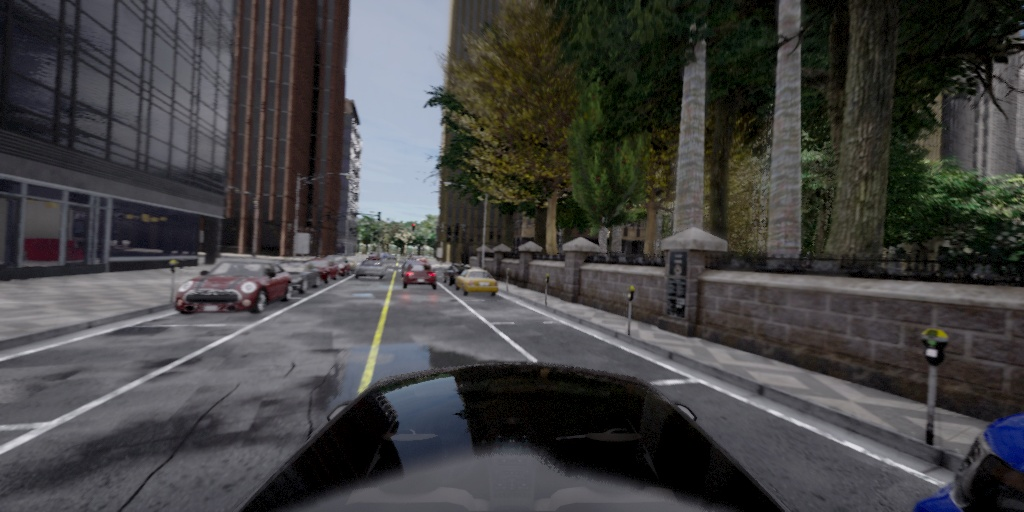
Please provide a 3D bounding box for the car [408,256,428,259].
[{"bbox_3d":[-8.611,1.039,31.151,2.033,1.411,5.357,3,0,-17],"label":"car"}]

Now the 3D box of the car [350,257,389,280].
[{"bbox_3d":[-10.349,0.982,26.392,1.895,1.301,4.718,3,0,-17],"label":"car"}]

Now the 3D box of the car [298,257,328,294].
[{"bbox_3d":[-10.117,0.889,16.508,2.007,1.370,4.403,0,0,-17],"label":"car"}]

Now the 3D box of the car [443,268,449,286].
[{"bbox_3d":[-3.609,1.262,24.254,1.948,1.339,4.313,0,0,-17],"label":"car"}]

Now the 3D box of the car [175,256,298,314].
[{"bbox_3d":[-8.496,0.829,11.298,1.967,1.591,4.097,0,0,-17],"label":"car"}]

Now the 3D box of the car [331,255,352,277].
[{"bbox_3d":[-13.360,0.678,26.929,1.967,1.591,4.097,0,0,-17],"label":"car"}]

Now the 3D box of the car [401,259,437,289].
[{"bbox_3d":[-5.505,1.113,21.330,1.812,1.442,4.674,3,0,-17],"label":"car"}]

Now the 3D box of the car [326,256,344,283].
[{"bbox_3d":[-11.738,0.834,21.718,1.888,1.381,4.507,0,0,-17],"label":"car"}]

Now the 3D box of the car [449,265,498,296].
[{"bbox_3d":[-2.038,1.272,19.206,1.751,1.417,4.829,0,0,-17],"label":"car"}]
